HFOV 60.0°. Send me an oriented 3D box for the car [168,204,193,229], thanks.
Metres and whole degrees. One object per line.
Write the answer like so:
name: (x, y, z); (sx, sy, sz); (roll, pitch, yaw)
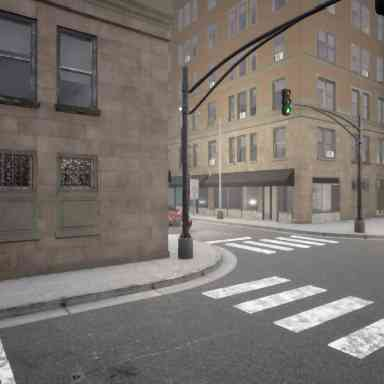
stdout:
car: (-1.868, 1.427, 19.848); (1.812, 1.442, 4.674); (0, 0, -36)
